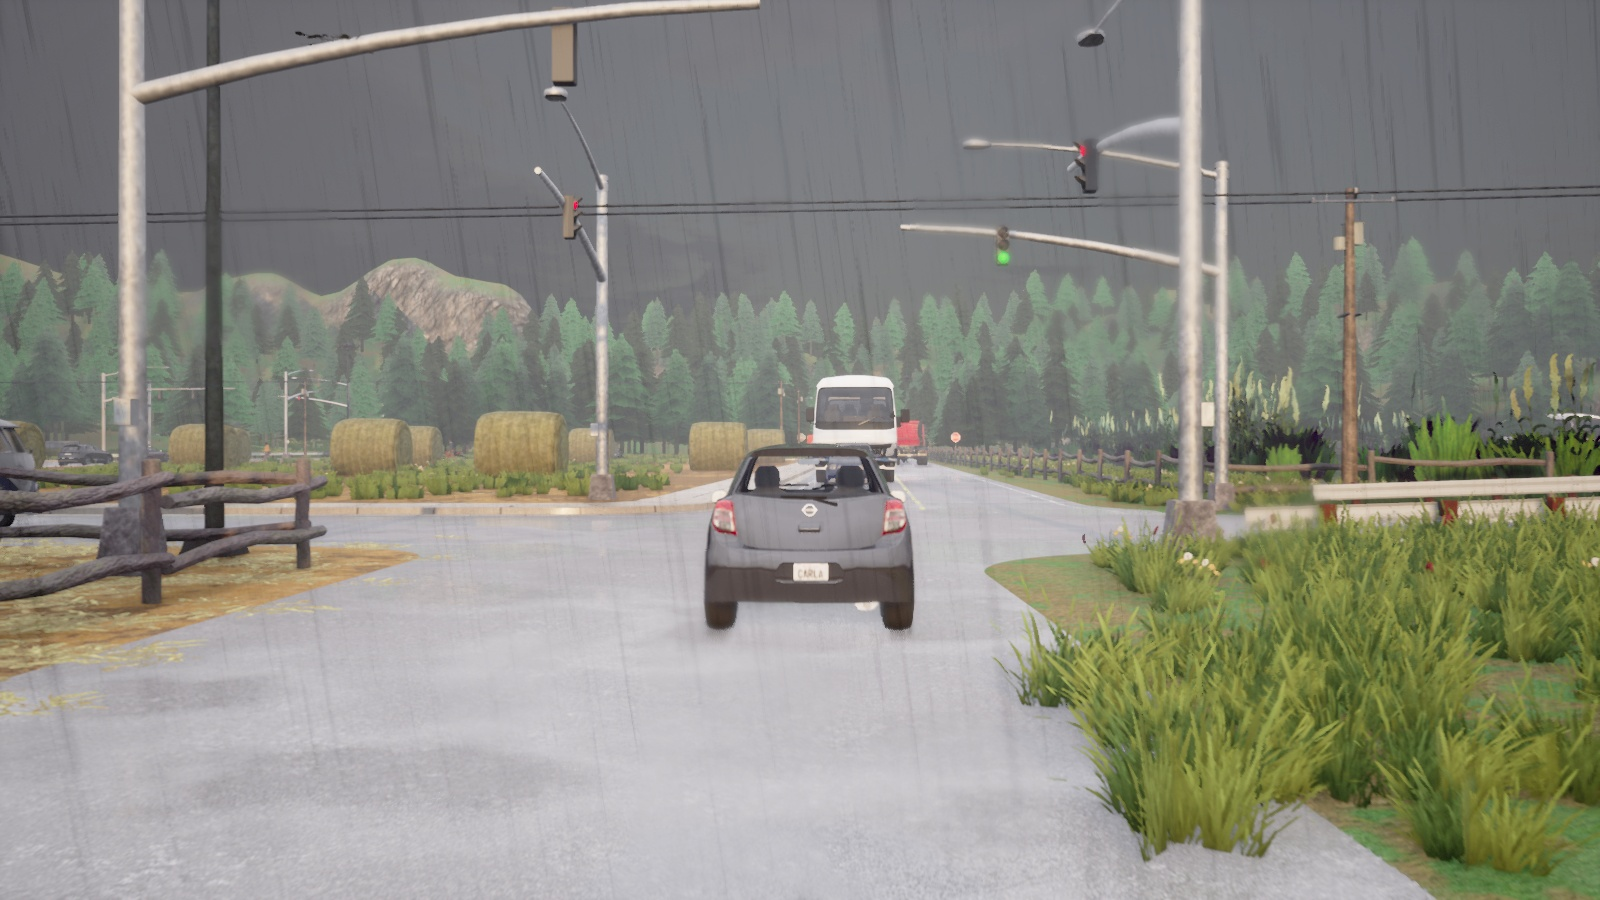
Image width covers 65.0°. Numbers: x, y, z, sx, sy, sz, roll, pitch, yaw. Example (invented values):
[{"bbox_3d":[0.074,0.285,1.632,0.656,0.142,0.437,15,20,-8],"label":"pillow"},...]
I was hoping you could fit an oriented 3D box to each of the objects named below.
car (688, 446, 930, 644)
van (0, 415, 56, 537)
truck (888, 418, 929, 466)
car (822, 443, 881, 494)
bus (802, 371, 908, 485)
[{"bbox_3d":[0.076,0.720,11.405,1.845,1.501,3.633,0,0,0],"label":"car"},{"bbox_3d":[-15.208,0.409,21.027,4.442,1.987,1.775,0,0,0],"label":"van"},{"bbox_3d":[8.156,-0.612,95.137,2.891,3.462,7.936,0,0,3],"label":"truck"},{"bbox_3d":[1.659,0.546,39.708,1.789,1.549,3.705,0,0,3],"label":"car"},{"bbox_3d":[2.323,-0.853,51.991,3.944,4.253,10.273,0,0,3],"label":"bus"}]
